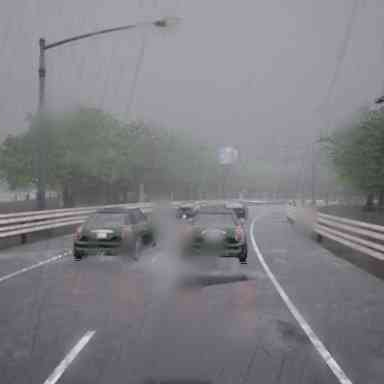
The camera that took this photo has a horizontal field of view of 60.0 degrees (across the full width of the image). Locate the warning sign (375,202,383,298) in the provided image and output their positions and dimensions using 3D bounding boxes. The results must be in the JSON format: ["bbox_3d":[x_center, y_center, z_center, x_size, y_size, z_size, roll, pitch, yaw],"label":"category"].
[{"bbox_3d":[4.373,1.131,6.233,1.300,1.860,1.060,0,-1,3],"label":"warning sign"}]

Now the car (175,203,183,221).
[{"bbox_3d":[-0.018,1.619,27.679,1.837,1.490,4.892,0,0,13],"label":"car"}]

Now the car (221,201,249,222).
[{"bbox_3d":[3.810,1.607,28.653,1.882,1.535,5.008,0,-1,14],"label":"car"}]

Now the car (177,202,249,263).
[{"bbox_3d":[0.898,1.380,12.293,2.097,1.767,4.553,0,0,6],"label":"car"}]

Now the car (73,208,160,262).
[{"bbox_3d":[-2.591,1.375,12.521,2.097,1.767,4.553,0,0,6],"label":"car"}]
